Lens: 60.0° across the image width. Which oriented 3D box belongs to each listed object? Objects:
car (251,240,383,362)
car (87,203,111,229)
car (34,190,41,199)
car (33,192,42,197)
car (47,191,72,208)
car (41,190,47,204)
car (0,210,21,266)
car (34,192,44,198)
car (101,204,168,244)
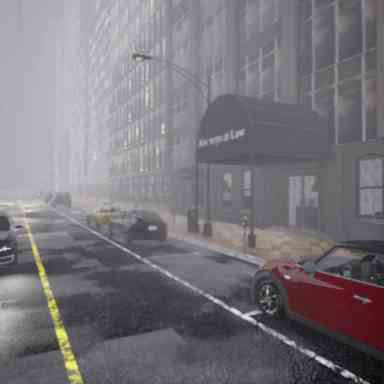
[{"bbox_3d":[2.739,1.456,5.159,1.967,1.590,4.097,2,0,-28],"label":"car"},{"bbox_3d":[-5.273,1.363,20.296,1.752,1.417,4.829,2,0,-28],"label":"car"},{"bbox_3d":[-31.621,0.675,70.093,1.967,1.590,4.097,2,0,-28],"label":"car"},{"bbox_3d":[-39.554,0.613,85.078,1.947,1.339,4.313,2,0,-28],"label":"car"},{"bbox_3d":[-15.760,0.917,40.125,2.192,1.841,5.009,2,0,-28],"label":"car"},{"bbox_3d":[-21.046,0.797,50.115,2.192,1.841,5.009,2,0,-28],"label":"car"},{"bbox_3d":[-6.582,1.362,10.570,1.837,1.490,4.892,1,2,-28],"label":"car"},{"bbox_3d":[-36.911,0.676,80.083,1.947,1.339,4.313,2,0,-28],"label":"car"},{"bbox_3d":[-2.551,1.464,15.150,1.947,1.339,4.313,2,0,-28],"label":"car"}]
